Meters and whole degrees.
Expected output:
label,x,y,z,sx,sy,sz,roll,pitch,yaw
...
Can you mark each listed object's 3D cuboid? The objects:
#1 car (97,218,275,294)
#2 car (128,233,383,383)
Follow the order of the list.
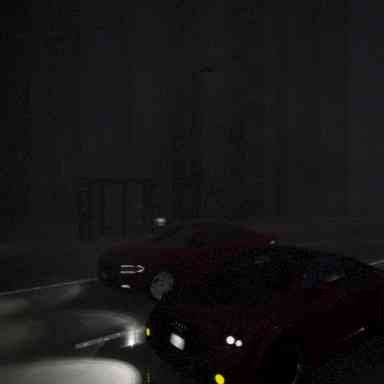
label,x,y,z,sx,sy,sz,roll,pitch,yaw
car,0.124,1.478,8.516,5.008,1.535,1.882,0,0,-37
car,1.413,1.564,5.100,4.181,1.385,1.994,0,0,-37
